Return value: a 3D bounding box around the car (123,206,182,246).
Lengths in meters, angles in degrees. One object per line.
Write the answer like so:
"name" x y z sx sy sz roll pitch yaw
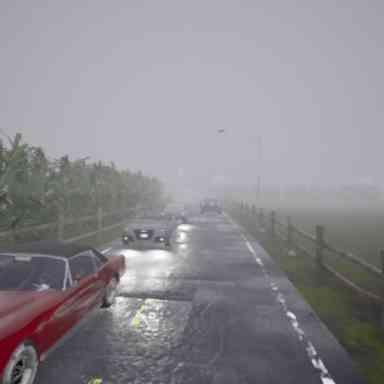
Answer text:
"car" -1.768 1.526 15.014 1.994 1.385 4.181 1 0 3

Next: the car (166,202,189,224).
"car" -1.207 1.497 25.075 1.812 1.442 4.674 1 0 3

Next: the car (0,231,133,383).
"car" -2.530 1.547 5.105 1.895 1.301 4.718 1 0 5

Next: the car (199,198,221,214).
"car" 2.023 1.391 36.123 2.097 1.767 4.553 1 0 1

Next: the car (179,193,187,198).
"car" -2.188 1.028 79.212 1.837 1.490 4.892 1 0 -5

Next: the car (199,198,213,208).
"car" 2.033 1.632 49.177 1.895 1.301 4.718 1 0 0
